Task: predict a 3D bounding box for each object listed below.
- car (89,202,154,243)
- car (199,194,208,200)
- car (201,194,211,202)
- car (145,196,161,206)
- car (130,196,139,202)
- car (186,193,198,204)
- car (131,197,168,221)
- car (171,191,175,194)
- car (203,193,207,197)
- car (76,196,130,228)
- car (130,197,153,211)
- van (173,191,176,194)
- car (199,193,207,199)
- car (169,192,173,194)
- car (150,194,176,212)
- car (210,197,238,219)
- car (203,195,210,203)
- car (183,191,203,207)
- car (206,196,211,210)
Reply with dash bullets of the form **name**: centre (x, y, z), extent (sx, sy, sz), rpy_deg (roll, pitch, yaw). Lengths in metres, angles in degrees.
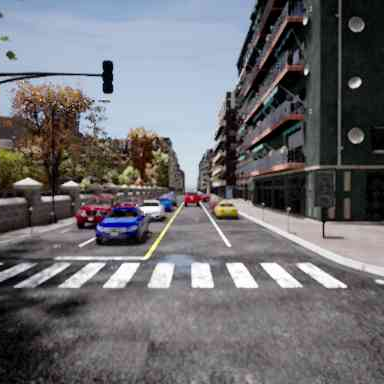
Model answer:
- **car**: centre (-3.103, 1.424, 15.611), extent (1.812, 1.442, 4.674), rpy_deg (0, 0, 0)
- **car**: centre (2.679, 1.105, 76.564), extent (1.947, 1.339, 4.313), rpy_deg (0, 0, 0)
- **car**: centre (2.680, 1.146, 65.493), extent (1.887, 1.381, 4.507), rpy_deg (0, 0, 0)
- **car**: centre (-5.699, 1.279, 48.886), extent (1.802, 1.307, 4.206), rpy_deg (0, 0, 0)
- **car**: centre (-5.698, 1.236, 32.281), extent (1.967, 1.590, 4.097), rpy_deg (0, 0, 0)
- **car**: centre (-0.006, 1.002, 56.917), extent (2.097, 1.767, 4.553), rpy_deg (0, 0, 0)
- **car**: centre (-3.112, 1.364, 25.335), extent (1.812, 1.442, 4.674), rpy_deg (0, 0, 1)
- **car**: centre (-5.701, 1.091, 76.562), extent (2.008, 1.369, 4.403), rpy_deg (0, 0, 0)
- **car**: centre (2.681, 1.177, 59.958), extent (1.887, 1.381, 4.507), rpy_deg (0, 0, 0)
- **car**: centre (-5.697, 1.179, 21.209), extent (2.192, 1.841, 5.009), rpy_deg (0, 0, 0)
- **car**: centre (-5.698, 1.308, 37.816), extent (1.887, 1.381, 4.507), rpy_deg (0, 0, 0)
- **van**: centre (-5.704, 0.790, 93.165), extent (1.690, 1.788, 3.998), rpy_deg (0, 0, 0)
- **car**: centre (2.678, 0.949, 82.098), extent (1.967, 1.590, 4.097), rpy_deg (0, 0, 0)
- **car**: centre (-5.701, 1.097, 70.857), extent (1.752, 1.417, 4.829), rpy_deg (0, 0, 0)
- **car**: centre (-3.086, 1.257, 35.063), extent (1.882, 1.535, 5.008), rpy_deg (0, 0, 0)
- **car**: centre (2.684, 1.353, 26.917), extent (1.752, 1.417, 4.829), rpy_deg (0, 0, 0)
- **car**: centre (2.683, 1.313, 37.818), extent (2.008, 1.369, 4.403), rpy_deg (0, 0, 0)
- **car**: centre (-0.004, 0.932, 46.556), extent (2.150, 2.045, 5.566), rpy_deg (0, 0, 0)
- **car**: centre (2.683, 1.340, 32.282), extent (1.887, 1.381, 4.507), rpy_deg (0, 0, 0)
